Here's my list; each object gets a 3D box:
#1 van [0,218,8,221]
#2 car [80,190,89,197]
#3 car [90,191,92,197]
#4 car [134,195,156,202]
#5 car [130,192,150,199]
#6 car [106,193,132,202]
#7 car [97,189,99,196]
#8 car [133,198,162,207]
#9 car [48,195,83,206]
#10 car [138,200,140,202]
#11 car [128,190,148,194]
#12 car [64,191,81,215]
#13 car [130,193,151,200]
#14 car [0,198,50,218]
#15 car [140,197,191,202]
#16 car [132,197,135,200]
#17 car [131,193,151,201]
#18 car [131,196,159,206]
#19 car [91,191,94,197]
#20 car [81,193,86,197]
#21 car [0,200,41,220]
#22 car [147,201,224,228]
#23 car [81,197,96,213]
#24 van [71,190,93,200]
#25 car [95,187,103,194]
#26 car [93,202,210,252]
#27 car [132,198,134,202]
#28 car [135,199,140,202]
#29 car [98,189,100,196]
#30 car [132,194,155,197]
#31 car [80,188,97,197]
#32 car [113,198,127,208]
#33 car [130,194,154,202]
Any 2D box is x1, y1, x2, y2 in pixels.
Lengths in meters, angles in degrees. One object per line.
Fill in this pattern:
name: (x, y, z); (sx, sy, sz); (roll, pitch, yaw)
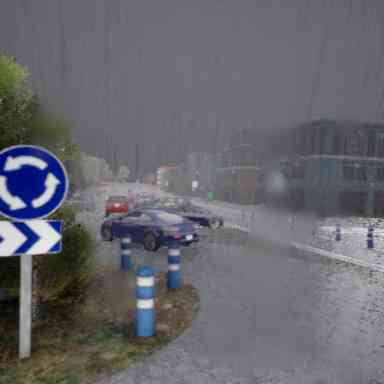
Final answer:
van: (-13.056, 0.944, 18.355); (4.442, 1.987, 1.878); (2, -2, -12)
car: (-20.943, 1.090, 56.461); (5.566, 2.045, 2.435); (2, 1, -11)
car: (-22.575, 1.158, 64.670); (5.008, 1.535, 2.097); (2, 1, -11)
car: (-4.790, 1.717, 42.854); (4.553, 1.767, 2.185); (2, 0, -11)
car: (-13.659, 0.990, 86.518); (5.008, 1.535, 2.097); (2, 1, -11)
car: (-7.460, 1.408, 33.420); (2.150, 2.045, 5.566); (2, -1, -11)
car: (-25.916, 0.708, 81.162); (5.008, 1.535, 2.097); (2, 1, -11)
car: (-7.593, 1.782, 56.500); (4.674, 1.452, 2.002); (2, 1, -11)
car: (-20.375, 1.386, 53.735); (5.008, 1.535, 2.097); (2, 0, -11)
car: (-2.045, 1.709, 29.183); (5.008, 1.535, 2.097); (2, -1, -11)
car: (-10.369, 1.185, 70.145); (5.566, 2.045, 2.435); (2, 1, -11)
car: (-8.650, 1.073, 20.883); (2.150, 2.045, 5.566); (2, -1, -11)
car: (-12.558, 1.141, 81.063); (4.892, 1.521, 2.231); (2, 1, -11)
car: (-15.590, 1.389, 29.223); (5.366, 1.575, 1.946); (2, -1, -11)
car: (-1.525, 1.526, 26.456); (4.553, 1.767, 2.185); (2, -1, -11)
car: (-5.961, 1.856, 48.306); (4.792, 1.488, 2.163); (2, 0, -11)
car: (-11.942, 1.093, 78.218); (4.553, 1.767, 2.185); (2, 1, -11)
car: (-8.690, 1.643, 61.968); (5.008, 1.535, 2.097); (2, 1, -11)
car: (-23.337, 1.073, 67.482); (5.366, 1.575, 1.946); (2, 1, -11)
car: (-19.635, 1.425, 51.039); (5.366, 1.575, 1.946); (2, 0, -11)
car: (-14.881, 1.379, 26.518); (4.792, 1.488, 2.163); (2, -1, -11)
car: (-0.359, 1.554, 21.007); (4.792, 1.488, 2.163); (2, -2, -11)
car: (-12.473, 1.683, 39.682); (2.033, 1.411, 5.357); (2, 0, -11)
van: (-24.136, 0.710, 72.995); (4.442, 1.987, 1.878); (2, 1, -11)
car: (-27.528, 0.232, 89.351); (5.566, 2.045, 2.435); (2, 1, -11)
car: (-1.742, 1.337, 13.016); (4.674, 1.442, 1.812); (2, 2, 44)
car: (-5.350, 1.869, 45.585); (4.792, 1.488, 2.163); (2, 0, -11)
car: (-3.687, 1.852, 37.382); (4.792, 1.488, 2.163); (2, -1, -11)
car: (-26.468, 0.634, 83.891); (4.892, 1.521, 2.231); (2, 1, -11)
car: (-6.512, 1.682, 51.037); (4.553, 1.767, 2.185); (2, 0, -11)
car: (-23.671, 0.756, 70.248); (5.566, 2.045, 2.435); (2, 1, -11)
car: (-11.517, 1.718, 53.214); (2.033, 1.411, 5.357); (2, 0, -11)
car: (-10.894, 1.363, 72.884); (5.008, 1.535, 2.097); (2, 1, -11)
